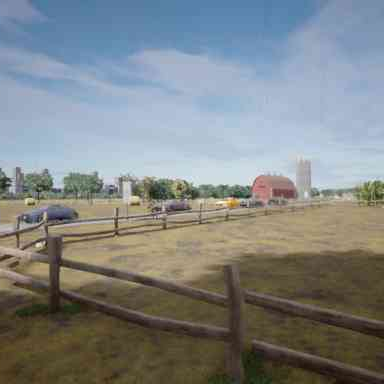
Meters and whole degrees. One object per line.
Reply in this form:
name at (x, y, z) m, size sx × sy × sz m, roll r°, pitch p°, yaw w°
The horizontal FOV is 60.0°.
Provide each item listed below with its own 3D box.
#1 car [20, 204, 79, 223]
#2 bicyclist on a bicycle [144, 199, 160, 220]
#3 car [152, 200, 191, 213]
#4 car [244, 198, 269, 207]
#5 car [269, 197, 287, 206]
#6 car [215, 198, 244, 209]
car at (-10.935, 1.656, 25.670) m, size 1.994 × 1.385 × 4.181 m, roll -2°, pitch -1°, yaw 36°
bicyclist on a bicycle at (-3.160, 1.415, 26.297) m, size 1.656 × 1.620 × 0.582 m, roll 0°, pitch 0°, yaw 35°
car at (-2.263, 1.661, 37.886) m, size 2.033 × 1.411 × 5.357 m, roll -2°, pitch -1°, yaw 35°
car at (8.873, 1.602, 48.553) m, size 2.033 × 1.411 × 5.357 m, roll -2°, pitch -1°, yaw 36°
car at (14.574, 1.608, 56.669) m, size 1.837 × 1.490 × 4.892 m, roll -2°, pitch -2°, yaw 35°
car at (5.152, 1.612, 48.256) m, size 1.882 × 1.535 × 5.008 m, roll -2°, pitch -1°, yaw 36°
